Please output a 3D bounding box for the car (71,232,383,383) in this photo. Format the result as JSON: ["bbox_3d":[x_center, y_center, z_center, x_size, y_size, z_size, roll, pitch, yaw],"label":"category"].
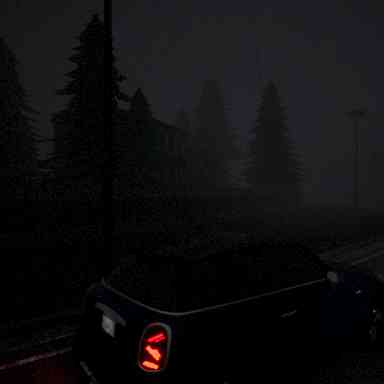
[{"bbox_3d":[0.848,1.353,4.627,4.553,1.767,2.097,0,0,-37],"label":"car"}]
